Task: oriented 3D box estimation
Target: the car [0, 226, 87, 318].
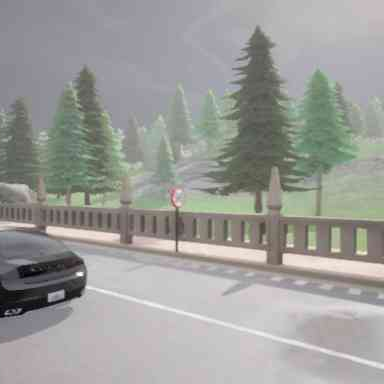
[{"bbox_3d":[-4.250,1.477,7.024,4.892,1.490,1.837,1,1,36],"label":"car"}]
